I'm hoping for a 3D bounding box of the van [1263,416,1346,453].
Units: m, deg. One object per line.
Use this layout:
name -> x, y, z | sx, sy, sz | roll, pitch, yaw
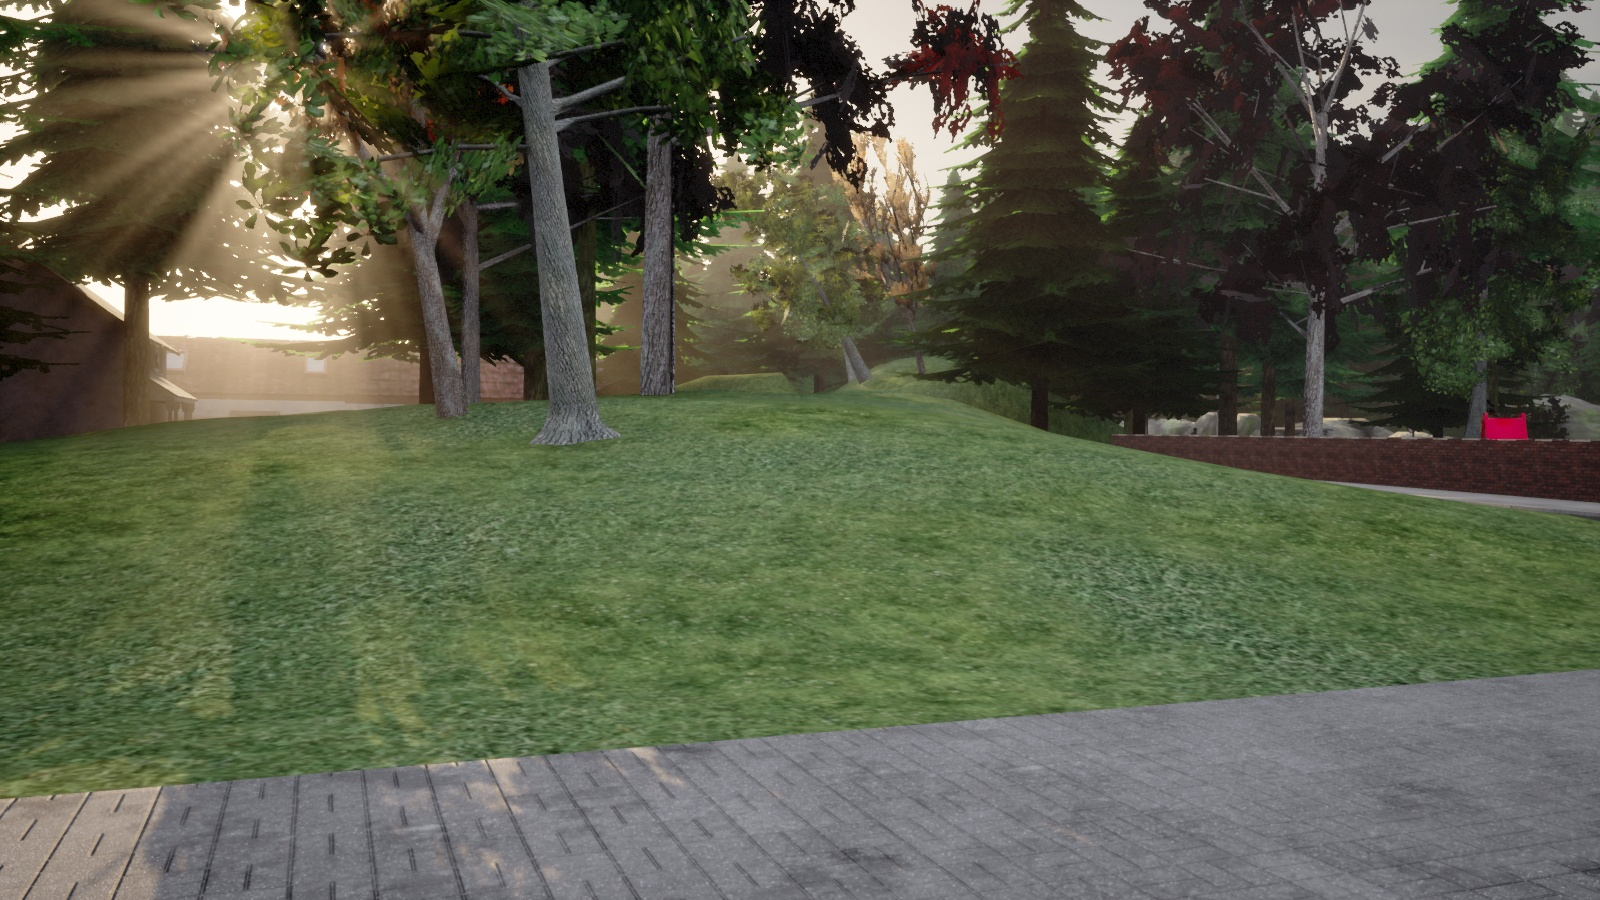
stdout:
van -> 28.099, -0.894, 70.092 | 1.775, 1.987, 4.442 | -1, 1, -21
